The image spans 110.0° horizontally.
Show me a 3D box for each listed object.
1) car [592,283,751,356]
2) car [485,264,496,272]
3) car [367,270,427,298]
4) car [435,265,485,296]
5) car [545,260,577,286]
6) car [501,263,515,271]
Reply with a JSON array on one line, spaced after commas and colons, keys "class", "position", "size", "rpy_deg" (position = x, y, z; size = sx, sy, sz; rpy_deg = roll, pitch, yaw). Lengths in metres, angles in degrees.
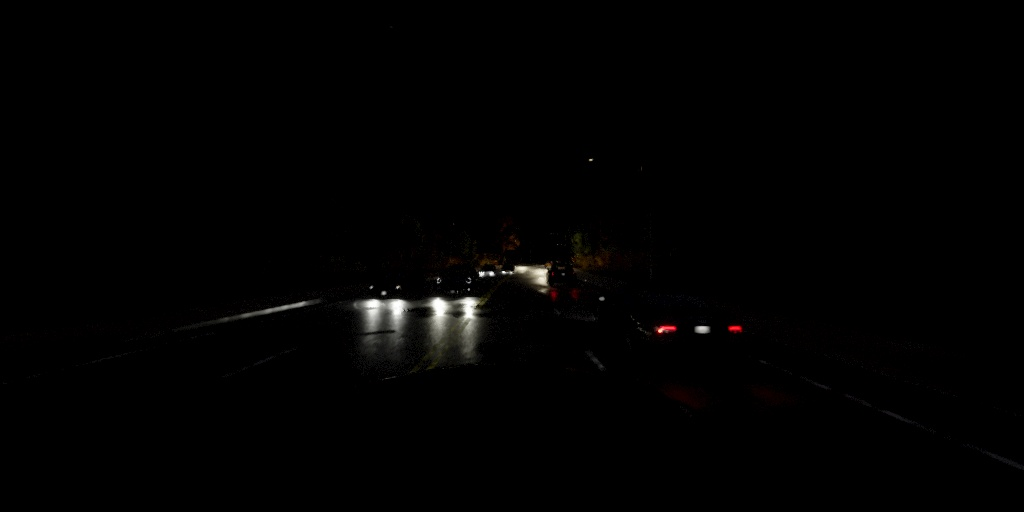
[{"class": "car", "position": [3.400, 1.381, 8.860], "size": [2.033, 1.411, 5.357], "rpy_deg": [0, -1, 1]}, {"class": "car", "position": [-3.984, 1.983, 61.323], "size": [1.895, 1.301, 4.718], "rpy_deg": [0, -1, 5]}, {"class": "car", "position": [-6.327, 1.503, 20.528], "size": [2.033, 1.411, 5.357], "rpy_deg": [0, -1, 2]}, {"class": "car", "position": [-3.049, 1.316, 21.015], "size": [2.097, 1.767, 4.553], "rpy_deg": [0, -1, 2]}, {"class": "car", "position": [3.914, 1.406, 28.840], "size": [2.097, 1.767, 4.553], "rpy_deg": [0, -1, 2]}, {"class": "car", "position": [-0.642, 1.956, 62.280], "size": [1.994, 1.385, 4.181], "rpy_deg": [0, -1, 5]}]
